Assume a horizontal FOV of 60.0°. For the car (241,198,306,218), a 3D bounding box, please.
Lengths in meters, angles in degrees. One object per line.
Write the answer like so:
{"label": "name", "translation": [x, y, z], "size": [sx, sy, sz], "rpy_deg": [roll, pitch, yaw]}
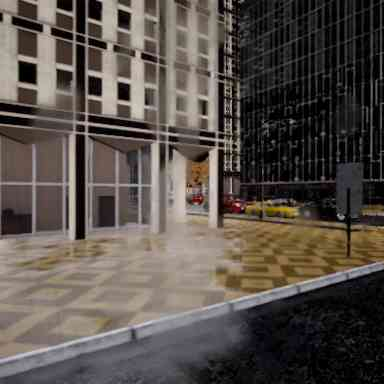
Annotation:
{"label": "car", "translation": [6.593, 1.382, 27.483], "size": [1.752, 1.417, 4.829], "rpy_deg": [1, 0, -36]}

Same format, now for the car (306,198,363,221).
{"label": "car", "translation": [10.866, 1.386, 26.264], "size": [1.837, 1.490, 4.892], "rpy_deg": [0, 0, -36]}

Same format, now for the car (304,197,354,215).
{"label": "car", "translation": [13.444, 1.313, 32.750], "size": [1.967, 1.590, 4.097], "rpy_deg": [1, 0, -36]}

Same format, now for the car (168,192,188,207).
{"label": "car", "translation": [-3.311, 0.961, 45.503], "size": [2.150, 2.045, 5.566], "rpy_deg": [0, 0, -36]}

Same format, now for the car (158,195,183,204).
{"label": "car", "translation": [-3.614, 1.221, 55.639], "size": [1.752, 1.417, 4.829], "rpy_deg": [1, 0, -36]}

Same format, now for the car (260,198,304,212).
{"label": "car", "translation": [10.046, 1.391, 37.300], "size": [2.008, 1.369, 4.403], "rpy_deg": [1, 0, -36]}

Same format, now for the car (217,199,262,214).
{"label": "car", "translation": [4.838, 1.424, 34.429], "size": [1.895, 1.301, 4.718], "rpy_deg": [0, 0, -36]}

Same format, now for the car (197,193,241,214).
{"label": "car", "translation": [3.146, 1.138, 32.206], "size": [2.192, 1.841, 5.009], "rpy_deg": [1, 0, -36]}

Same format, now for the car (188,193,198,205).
{"label": "car", "translation": [-0.141, 1.049, 50.937], "size": [2.192, 1.841, 5.009], "rpy_deg": [1, 0, -36]}
